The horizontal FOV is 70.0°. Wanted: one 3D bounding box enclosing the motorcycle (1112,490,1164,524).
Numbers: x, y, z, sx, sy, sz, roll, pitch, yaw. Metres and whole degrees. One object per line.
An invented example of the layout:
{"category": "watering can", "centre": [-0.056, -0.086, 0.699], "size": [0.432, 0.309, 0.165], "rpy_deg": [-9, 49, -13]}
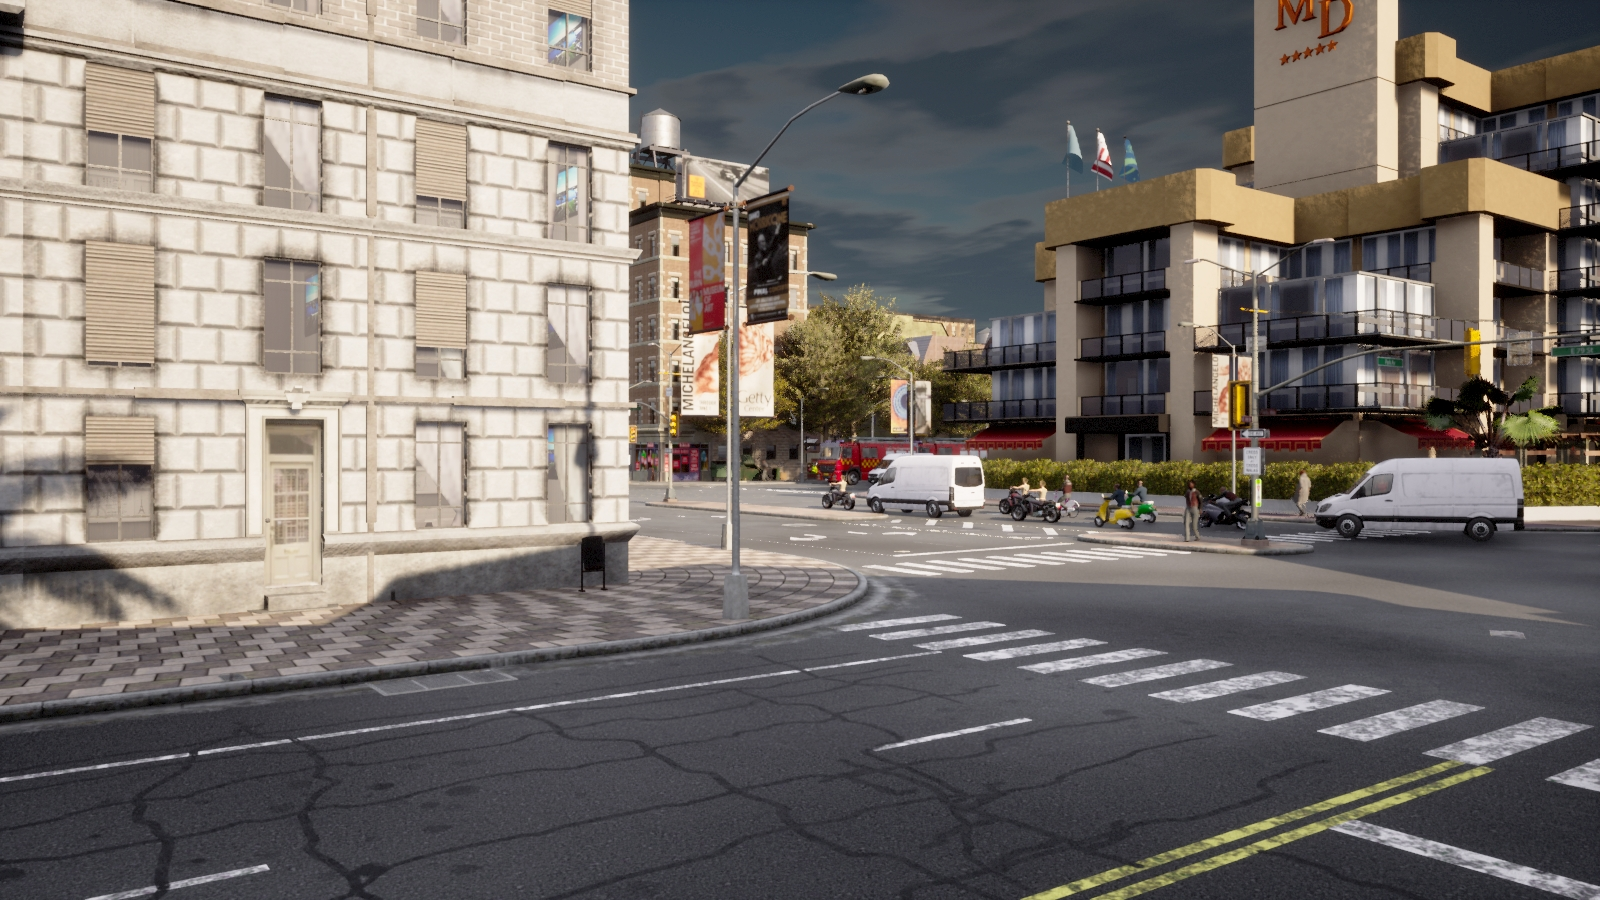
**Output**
{"category": "motorcycle", "centre": [13.079, 2.182, 44.246], "size": [0.856, 1.236, 1.805], "rpy_deg": [0, 0, -36]}

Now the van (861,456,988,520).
{"category": "van", "centre": [5.246, 1.534, 49.039], "size": [1.988, 2.561, 5.915], "rpy_deg": [0, 0, -36]}

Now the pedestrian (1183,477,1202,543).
{"category": "pedestrian", "centre": [11.240, 1.706, 32.693], "size": [0.375, 1.860, 0.375], "rpy_deg": [0, 0, -43]}

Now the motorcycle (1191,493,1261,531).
{"category": "motorcycle", "centre": [15.193, 2.205, 40.836], "size": [0.867, 1.251, 2.209], "rpy_deg": [0, 0, -39]}

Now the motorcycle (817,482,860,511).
{"category": "motorcycle", "centre": [1.797, 2.170, 53.778], "size": [0.764, 1.277, 2.356], "rpy_deg": [0, 0, -37]}

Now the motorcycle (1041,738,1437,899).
{"category": "motorcycle", "centre": [2.199, 2.213, 5.612], "size": [2.033, 1.145, 0.803], "rpy_deg": [0, 0, -34]}

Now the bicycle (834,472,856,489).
{"category": "bicycle", "centre": [3.253, 2.210, 82.366], "size": [1.835, 1.171, 0.329], "rpy_deg": [0, 0, -43]}

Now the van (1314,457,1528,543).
{"category": "van", "centre": [19.815, 1.534, 36.794], "size": [5.915, 2.561, 1.988], "rpy_deg": [0, 0, 25]}

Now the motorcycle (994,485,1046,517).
{"category": "motorcycle", "centre": [9.406, 2.170, 48.968], "size": [0.764, 1.277, 2.356], "rpy_deg": [0, 0, -34]}

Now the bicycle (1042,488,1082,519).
{"category": "bicycle", "centre": [10.851, 2.210, 47.360], "size": [0.329, 1.171, 1.835], "rpy_deg": [0, 0, -36]}

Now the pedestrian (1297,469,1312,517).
{"category": "pedestrian", "centre": [19.978, 1.696, 45.224], "size": [0.375, 1.860, 0.375], "rpy_deg": [0, 0, -21]}
